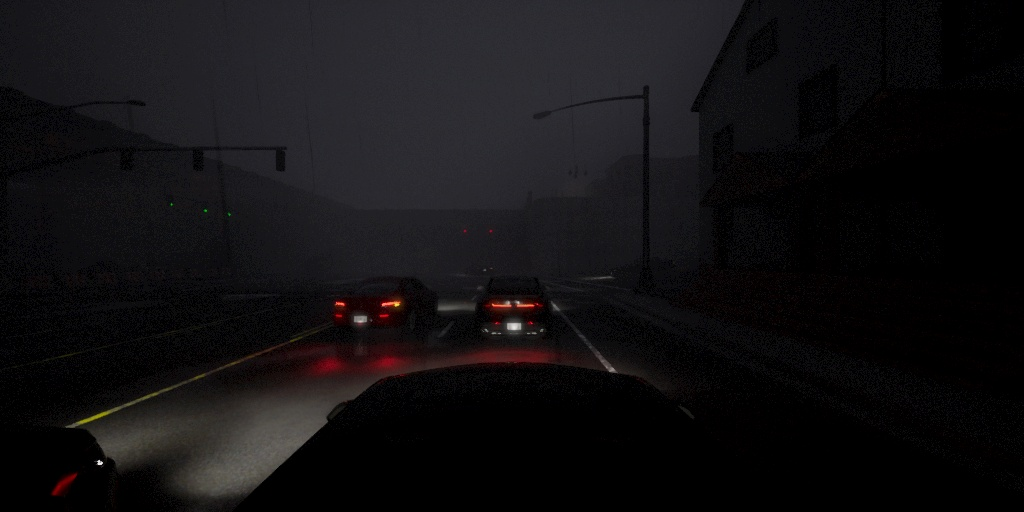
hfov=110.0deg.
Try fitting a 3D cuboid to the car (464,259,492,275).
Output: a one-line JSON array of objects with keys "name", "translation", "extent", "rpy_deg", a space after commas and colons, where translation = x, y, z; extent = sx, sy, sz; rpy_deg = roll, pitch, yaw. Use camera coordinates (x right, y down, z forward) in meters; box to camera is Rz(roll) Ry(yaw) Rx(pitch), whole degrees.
[{"name": "car", "translation": [-3.384, 1.314, 36.046], "extent": [1.994, 1.385, 4.181], "rpy_deg": [0, 0, -24]}]

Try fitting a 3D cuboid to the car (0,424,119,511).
[{"name": "car", "translation": [-3.401, 1.255, 0.201], "extent": [1.837, 1.490, 4.892], "rpy_deg": [0, 0, 0]}]

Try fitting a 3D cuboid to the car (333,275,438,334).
[{"name": "car", "translation": [-3.453, 1.276, 10.483], "extent": [1.812, 1.442, 4.674], "rpy_deg": [0, 0, 0]}]

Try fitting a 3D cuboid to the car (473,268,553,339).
[{"name": "car", "translation": [0.043, 1.255, 10.068], "extent": [1.837, 1.490, 4.892], "rpy_deg": [0, 0, 0]}]

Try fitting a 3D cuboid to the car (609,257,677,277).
[{"name": "car", "translation": [11.021, 0.842, 30.435], "extent": [5.357, 1.411, 2.033], "rpy_deg": [-6, 0, -1]}]
